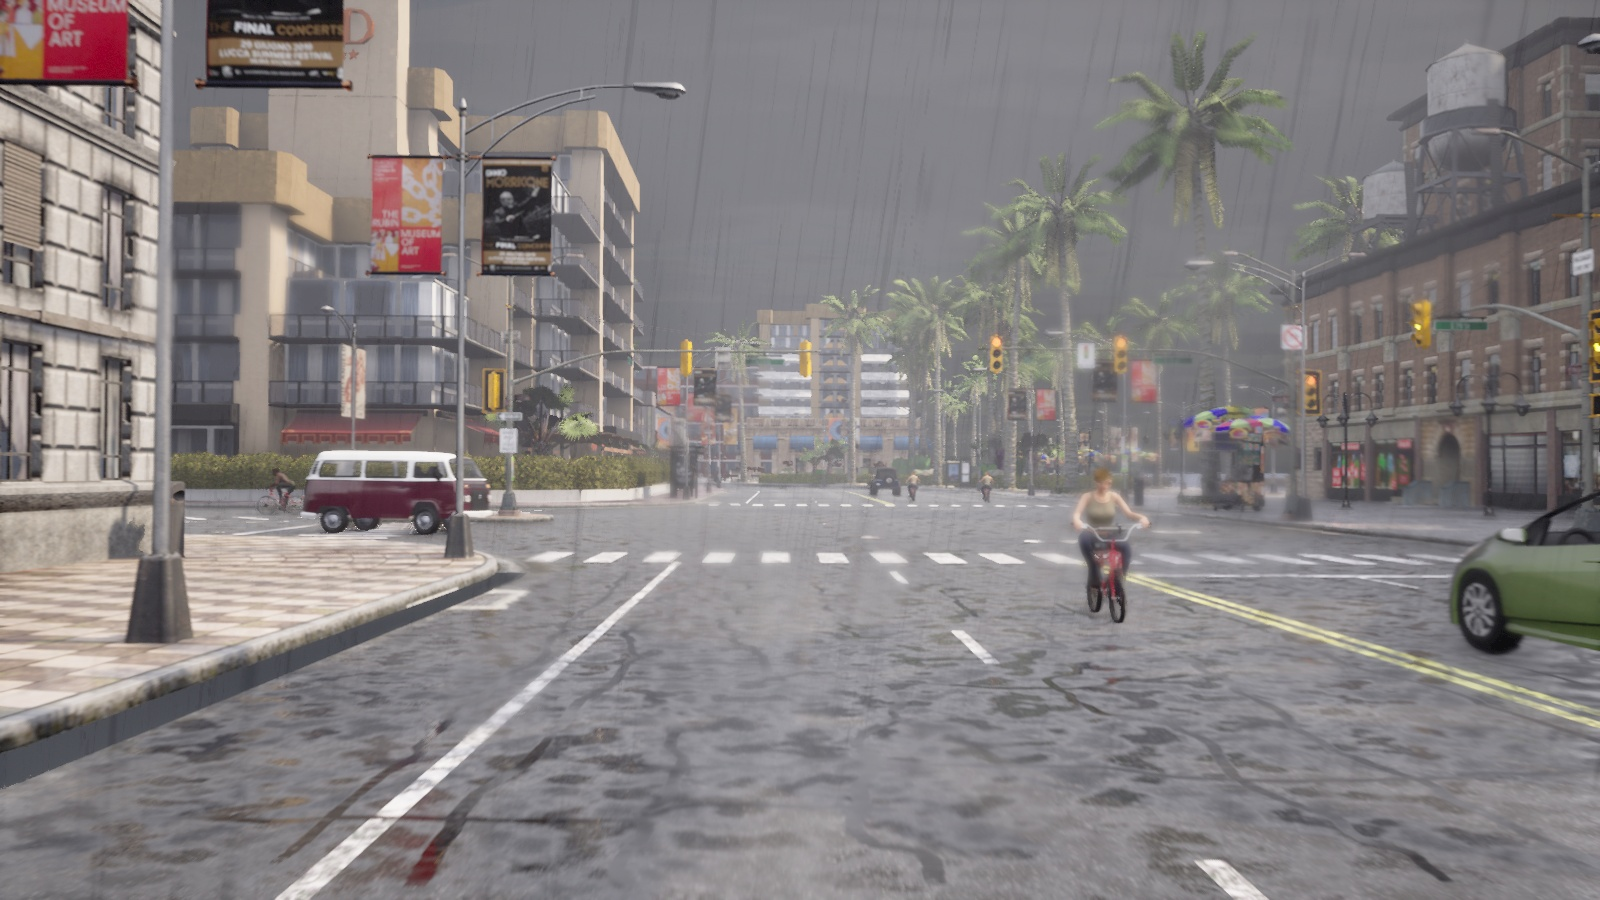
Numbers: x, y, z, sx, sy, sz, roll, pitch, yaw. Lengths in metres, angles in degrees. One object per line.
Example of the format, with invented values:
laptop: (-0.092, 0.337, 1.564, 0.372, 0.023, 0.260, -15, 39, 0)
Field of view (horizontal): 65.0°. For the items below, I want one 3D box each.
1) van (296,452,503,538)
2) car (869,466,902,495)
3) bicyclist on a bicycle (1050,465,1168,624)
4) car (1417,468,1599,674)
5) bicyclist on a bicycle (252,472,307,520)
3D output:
van: (-9.936, 1.119, 31.316, 4.480, 2.038, 2.069, 0, -1, 11)
car: (5.775, 2.054, 85.405, 1.905, 1.878, 3.866, 0, -1, -1)
bicyclist on a bicycle: (3.288, 0.970, 13.503, 0.866, 1.612, 1.509, 0, -1, -1)
car: (6.909, 0.900, 9.700, 2.007, 1.525, 4.514, 0, -1, -1)
bicyclist on a bicycle: (-17.967, 1.590, 43.360, 1.656, 1.620, 0.582, -1, -1, -1)
